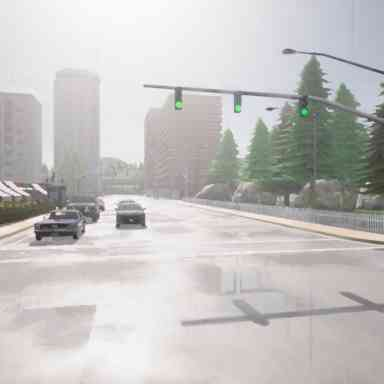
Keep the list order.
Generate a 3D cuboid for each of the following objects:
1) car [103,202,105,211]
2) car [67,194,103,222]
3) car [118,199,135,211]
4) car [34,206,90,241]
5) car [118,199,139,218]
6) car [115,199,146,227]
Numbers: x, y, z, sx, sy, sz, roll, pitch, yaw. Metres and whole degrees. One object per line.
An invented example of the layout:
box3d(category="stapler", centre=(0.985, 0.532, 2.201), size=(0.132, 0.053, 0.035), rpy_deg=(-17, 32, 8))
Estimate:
box3d(category="car", centre=(-11.393, 1.526, 39.674), size=(1.812, 1.442, 4.674), rpy_deg=(0, 0, -12))
box3d(category="car", centre=(-8.613, 1.221, 26.572), size=(2.150, 2.045, 5.566), rpy_deg=(0, 0, -12))
box3d(category="car", centre=(-8.254, 1.564, 41.772), size=(1.994, 1.385, 4.181), rpy_deg=(0, 0, -12))
box3d(category="car", centre=(-6.588, 1.601, 17.021), size=(1.895, 1.301, 4.718), rpy_deg=(0, 0, -12))
box3d(category="car", centre=(-6.165, 1.505, 31.914), size=(1.837, 1.490, 4.892), rpy_deg=(0, 0, -12))
box3d(category="car", centre=(-4.264, 1.477, 22.965), size=(1.882, 1.535, 5.008), rpy_deg=(0, 0, -12))
